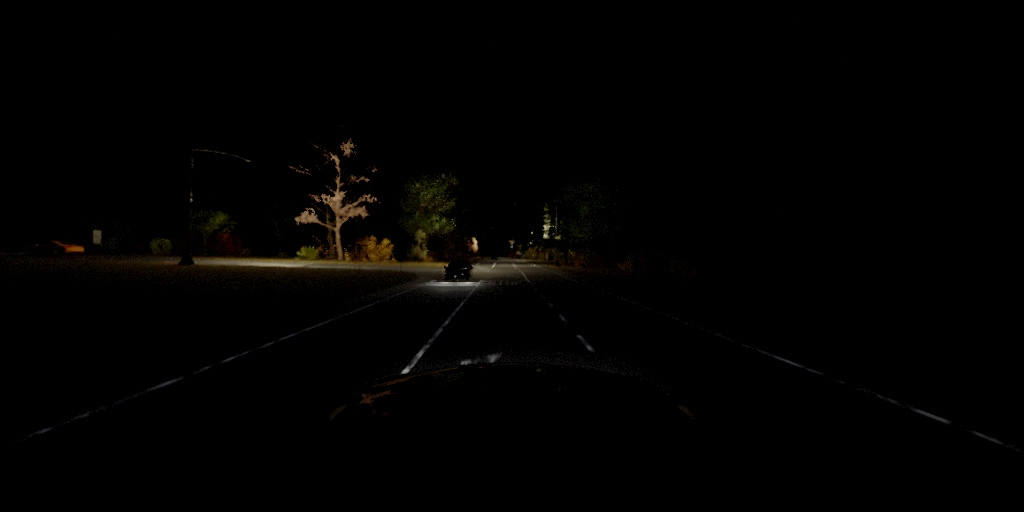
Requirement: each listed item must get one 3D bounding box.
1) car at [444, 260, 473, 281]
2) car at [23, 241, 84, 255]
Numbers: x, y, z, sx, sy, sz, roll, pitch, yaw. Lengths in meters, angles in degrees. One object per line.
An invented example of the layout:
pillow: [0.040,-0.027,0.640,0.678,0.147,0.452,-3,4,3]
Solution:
car: [-4.013,1.093,27.472,1.837,1.490,4.892,1,2,-1]
car: [-50.109,-0.884,39.241,5.008,1.535,1.882,2,0,-1]
